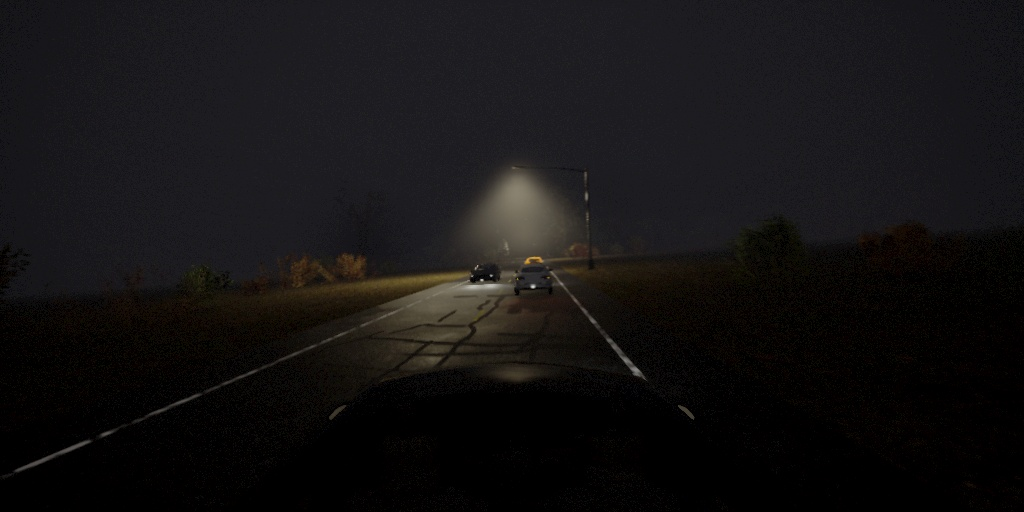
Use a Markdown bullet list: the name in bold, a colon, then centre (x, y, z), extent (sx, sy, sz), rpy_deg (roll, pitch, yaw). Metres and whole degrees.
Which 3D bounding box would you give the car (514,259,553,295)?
- **car**: centre (1.121, 1.117, 18.574), extent (1.812, 1.442, 4.674), rpy_deg (-3, 0, 4)

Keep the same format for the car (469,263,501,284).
- **car**: centre (-1.903, 1.234, 27.084), extent (2.033, 1.411, 5.357), rpy_deg (-3, 0, 4)

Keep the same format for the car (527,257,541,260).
- **car**: centre (2.348, 0.894, 37.483), extent (1.882, 1.535, 5.008), rpy_deg (-3, 0, 4)
